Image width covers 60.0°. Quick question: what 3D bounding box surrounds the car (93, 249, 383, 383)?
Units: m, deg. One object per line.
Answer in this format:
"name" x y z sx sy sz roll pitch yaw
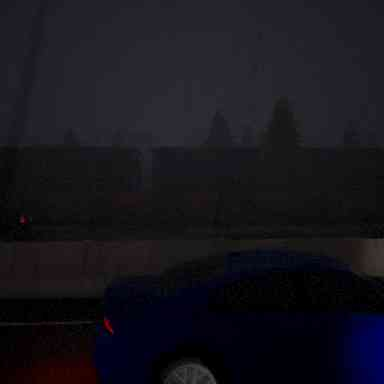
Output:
"car" 1.360 1.508 4.207 5.008 1.535 1.882 0 0 -3
